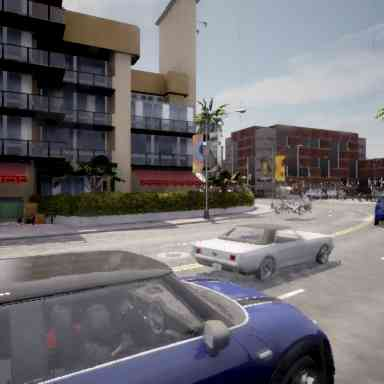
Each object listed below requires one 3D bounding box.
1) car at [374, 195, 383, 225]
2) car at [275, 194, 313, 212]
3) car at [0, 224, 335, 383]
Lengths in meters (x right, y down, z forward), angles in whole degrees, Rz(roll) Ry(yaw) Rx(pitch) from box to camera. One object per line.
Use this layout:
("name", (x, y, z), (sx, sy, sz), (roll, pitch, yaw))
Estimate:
("car", (14.292, 1.213, 23.540), (2.150, 2.045, 5.566), (0, 0, 34))
("car", (8.380, 0.955, 27.144), (2.097, 1.767, 4.553), (0, 0, 34))
("car", (-0.744, 1.349, 2.986), (4.553, 1.767, 2.097), (0, 0, -35))
